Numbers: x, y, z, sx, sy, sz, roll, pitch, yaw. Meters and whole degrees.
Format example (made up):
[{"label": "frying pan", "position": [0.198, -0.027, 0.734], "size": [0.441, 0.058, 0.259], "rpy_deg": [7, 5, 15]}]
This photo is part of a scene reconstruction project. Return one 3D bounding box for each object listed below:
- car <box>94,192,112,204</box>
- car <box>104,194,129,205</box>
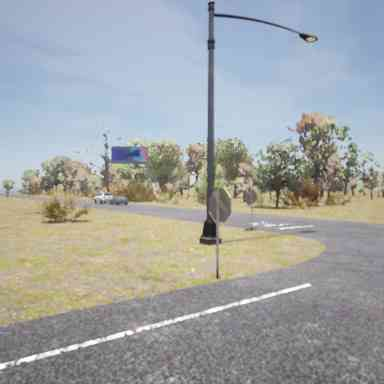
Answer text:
[{"label": "car", "position": [-16.213, 1.102, 61.009], "size": [2.150, 2.045, 5.566], "rpy_deg": [0, 0, -34]}, {"label": "car", "position": [-12.204, 1.441, 55.071], "size": [2.033, 1.411, 5.357], "rpy_deg": [0, 0, -33]}]
